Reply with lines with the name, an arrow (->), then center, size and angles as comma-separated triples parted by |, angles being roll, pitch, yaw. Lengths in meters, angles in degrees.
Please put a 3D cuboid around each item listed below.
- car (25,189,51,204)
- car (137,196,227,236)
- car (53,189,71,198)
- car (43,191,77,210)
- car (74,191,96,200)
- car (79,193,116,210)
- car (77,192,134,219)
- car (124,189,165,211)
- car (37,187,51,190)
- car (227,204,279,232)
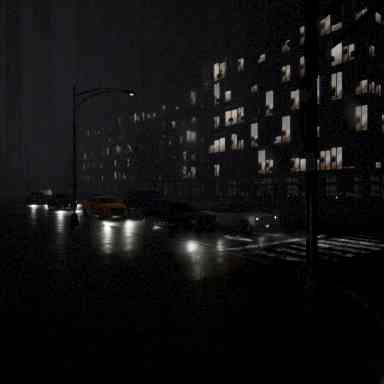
car -> -19.206, 0.707, 40.958 | 1.837, 1.490, 4.892 | 0, 1, -37
car -> -0.719, 1.231, 17.286 | 1.882, 1.535, 5.008 | 0, 1, -37
car -> -25.553, 0.244, 65.148 | 1.882, 1.535, 5.008 | 0, 1, -38
car -> -12.841, 0.898, 32.745 | 1.837, 1.490, 4.892 | 0, 1, -38
car -> -17.848, 0.599, 55.286 | 1.895, 1.301, 4.718 | 0, 1, -38
car -> -9.750, 0.883, 34.077 | 1.882, 1.535, 5.008 | 0, 1, -38
car -> -6.565, 1.058, 24.732 | 1.882, 1.535, 5.008 | 0, 1, -38
car -> -3.583, 0.810, 26.195 | 2.150, 2.045, 5.566 | 0, 1, -38
car -> -28.559, -0.025, 63.717 | 2.150, 2.045, 5.566 | 0, 1, -38
car -> 2.449, 1.368, 18.542 | 1.895, 1.301, 4.718 | 0, 1, -39
